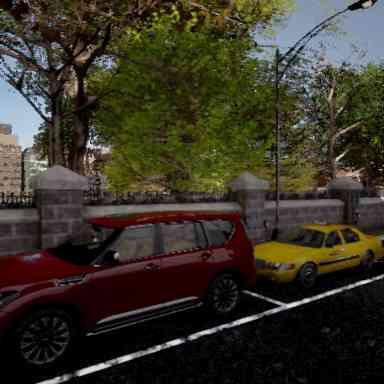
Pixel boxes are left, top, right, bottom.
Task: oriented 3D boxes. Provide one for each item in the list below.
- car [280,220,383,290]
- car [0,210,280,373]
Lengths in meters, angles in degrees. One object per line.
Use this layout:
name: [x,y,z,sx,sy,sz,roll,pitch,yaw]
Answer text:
car: [3.323,1.469,8.924,4.829,1.417,1.752,-1,1,-35]
car: [-1.049,1.297,5.806,5.009,1.841,2.192,-1,1,-35]
